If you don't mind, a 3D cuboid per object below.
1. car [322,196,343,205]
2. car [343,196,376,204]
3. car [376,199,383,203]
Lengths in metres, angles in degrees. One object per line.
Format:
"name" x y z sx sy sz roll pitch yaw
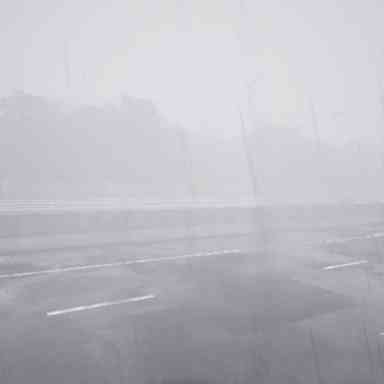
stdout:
"car" 17.484 1.198 39.232 4.553 1.767 2.097 0 0 -29
"car" 18.963 1.393 36.056 4.674 1.442 1.812 0 0 -29
"car" 20.891 1.490 33.124 4.718 1.301 1.895 0 0 -29
